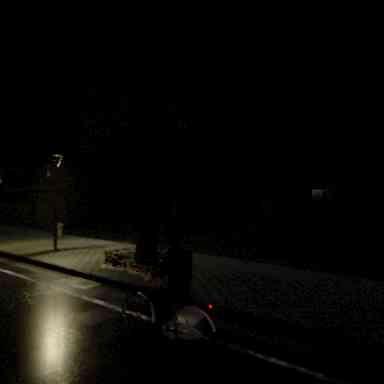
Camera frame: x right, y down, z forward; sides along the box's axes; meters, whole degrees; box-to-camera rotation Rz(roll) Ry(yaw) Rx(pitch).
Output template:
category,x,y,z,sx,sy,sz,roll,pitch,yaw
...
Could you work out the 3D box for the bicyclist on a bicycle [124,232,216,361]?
category,x,y,z,sx,sy,sz,roll,pitch,yaw
bicyclist on a bicycle,-0.416,1.468,4.992,1.843,1.776,0.659,0,-1,38
